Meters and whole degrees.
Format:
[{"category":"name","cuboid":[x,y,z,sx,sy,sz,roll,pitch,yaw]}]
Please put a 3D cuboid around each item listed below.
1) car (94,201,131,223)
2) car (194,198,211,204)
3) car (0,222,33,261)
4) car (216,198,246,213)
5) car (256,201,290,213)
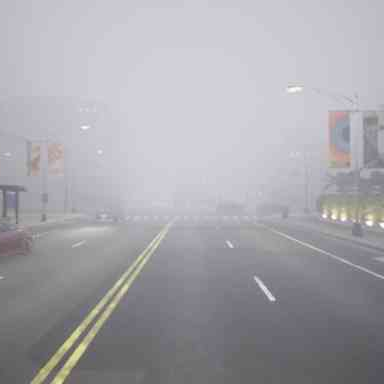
[{"category":"car","cuboid":[-7.004,1.825,28.812,2.128,1.511,4.902,0,-1,0]},{"category":"car","cuboid":[2.652,2.320,82.457,4.193,1.474,1.816,0,-1,0]},{"category":"car","cuboid":[-7.096,1.688,11.089,1.994,1.385,4.181,0,-1,0]},{"category":"car","cuboid":[5.266,1.969,44.280,1.882,1.535,5.008,-1,-1,43]},{"category":"car","cuboid":[10.610,1.971,43.275,4.902,1.511,2.128,0,-1,-29]}]
